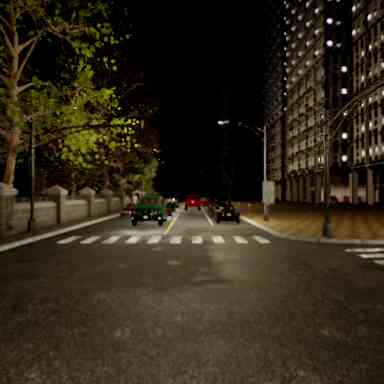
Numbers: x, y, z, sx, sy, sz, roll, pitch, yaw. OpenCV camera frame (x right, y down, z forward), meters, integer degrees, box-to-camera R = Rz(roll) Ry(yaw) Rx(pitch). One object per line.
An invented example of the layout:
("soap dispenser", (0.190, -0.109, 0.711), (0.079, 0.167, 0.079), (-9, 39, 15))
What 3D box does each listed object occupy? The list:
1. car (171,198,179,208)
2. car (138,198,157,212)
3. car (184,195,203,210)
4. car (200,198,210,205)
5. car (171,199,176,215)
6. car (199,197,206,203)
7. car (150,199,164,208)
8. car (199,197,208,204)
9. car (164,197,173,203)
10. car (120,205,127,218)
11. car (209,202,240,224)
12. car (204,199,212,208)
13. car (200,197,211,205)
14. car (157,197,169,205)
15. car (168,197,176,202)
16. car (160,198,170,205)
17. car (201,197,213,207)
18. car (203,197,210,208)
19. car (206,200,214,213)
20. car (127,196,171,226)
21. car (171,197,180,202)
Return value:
("car", (-3.035, 1.822, 42.628), (1.895, 1.301, 4.718), (0, 0, 1))
("car", (-5.698, 1.664, 43.165), (1.967, 1.590, 4.097), (0, 0, 0))
("car", (0.089, 1.469, 46.939), (2.150, 2.045, 5.566), (0, 0, 0))
("car", (2.675, 1.942, 71.327), (2.008, 1.369, 4.403), (0, 0, 0))
("car", (-3.062, 1.740, 34.466), (1.994, 1.385, 4.181), (0, 0, 1))
("car", (2.672, 2.080, 88.224), (1.802, 1.307, 4.206), (0, 0, 0))
("car", (-5.700, 1.812, 54.260), (1.752, 1.417, 4.829), (0, 0, 0))
("car", (2.674, 1.977, 76.959), (2.008, 1.369, 4.403), (0, 0, 0))
("car", (-5.707, 2.005, 82.590), (1.887, 1.381, 4.507), (0, 0, 0))
("car", (-5.696, 1.744, 31.899), (1.802, 1.307, 4.206), (0, 0, 0))
("car", (2.686, 1.699, 26.269), (1.947, 1.339, 4.313), (0, 0, 0))
("car", (2.683, 1.759, 37.534), (1.947, 1.339, 4.313), (0, 0, 0))
("car", (2.678, 1.797, 65.695), (1.967, 1.590, 4.097), (0, 0, 0))
("car", (-5.703, 1.796, 65.694), (1.967, 1.590, 4.097), (0, 0, 0))
("car", (-5.710, 2.079, 93.854), (1.887, 1.381, 4.507), (0, 0, 0))
("car", (-5.705, 1.935, 71.325), (1.887, 1.381, 4.507), (0, 0, 0))
("car", (2.679, 1.762, 60.064), (1.967, 1.590, 4.097), (0, 0, 0))
("car", (2.680, 1.834, 54.432), (1.887, 1.381, 4.507), (0, 0, 0))
("car", (2.684, 1.729, 31.901), (1.947, 1.339, 4.313), (0, 0, 0))
("car", (-3.096, 1.348, 25.092), (2.150, 2.045, 5.566), (0, 0, 0))
("car", (-3.012, 1.771, 52.853), (2.128, 1.511, 4.902), (0, 0, 0))
